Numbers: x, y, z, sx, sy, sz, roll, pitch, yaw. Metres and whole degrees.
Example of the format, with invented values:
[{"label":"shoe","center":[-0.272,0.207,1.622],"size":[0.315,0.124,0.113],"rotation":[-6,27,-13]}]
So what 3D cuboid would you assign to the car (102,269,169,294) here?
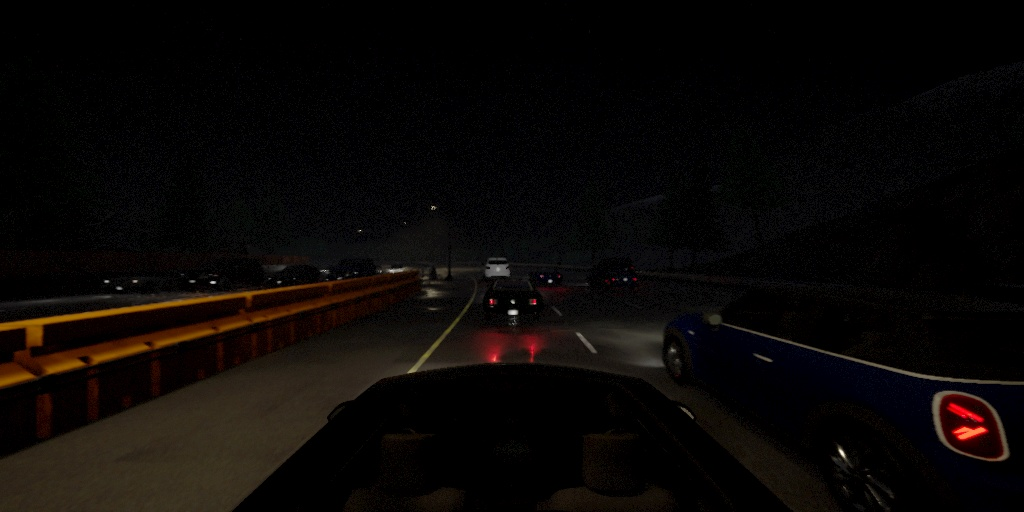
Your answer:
[{"label":"car","center":[-21.676,1.489,21.840],"size":[1.895,1.301,4.718],"rotation":[0,0,-5]}]

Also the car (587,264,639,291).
[{"label":"car","center":[6.462,1.448,23.520],"size":[2.033,1.411,5.357],"rotation":[0,0,-4]}]

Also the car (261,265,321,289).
[{"label":"car","center":[-14.975,1.415,25.079],"size":[1.837,1.490,4.892],"rotation":[0,0,-6]}]

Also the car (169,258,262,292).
[{"label":"car","center":[-18.272,1.120,22.970],"size":[2.150,2.045,5.566],"rotation":[0,-1,-5]}]

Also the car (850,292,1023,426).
[{"label":"car","center":[7.084,1.333,4.361],"size":[1.994,1.385,4.181],"rotation":[0,0,0]}]

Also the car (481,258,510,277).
[{"label":"car","center":[-1.513,1.185,32.473],"size":[2.150,2.045,5.566],"rotation":[0,0,-8]}]

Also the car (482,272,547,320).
[{"label":"car","center":[-0.006,1.429,13.047],"size":[1.895,1.301,4.718],"rotation":[0,0,-1]}]

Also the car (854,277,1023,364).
[{"label":"car","center":[10.559,1.317,7.756],"size":[1.812,1.442,4.674],"rotation":[0,0,-1]}]

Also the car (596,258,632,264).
[{"label":"car","center":[9.061,1.185,32.541],"size":[2.150,2.045,5.566],"rotation":[0,0,-8]}]

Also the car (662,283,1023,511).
[{"label":"car","center":[3.584,1.119,4.249],"size":[2.097,1.767,4.553],"rotation":[0,0,0]}]

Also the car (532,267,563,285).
[{"label":"car","center":[2.524,1.532,28.019],"size":[1.895,1.301,4.718],"rotation":[0,0,-6]}]

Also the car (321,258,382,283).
[{"label":"car","center":[-11.567,1.140,26.315],"size":[2.150,2.045,5.566],"rotation":[0,0,-6]}]
